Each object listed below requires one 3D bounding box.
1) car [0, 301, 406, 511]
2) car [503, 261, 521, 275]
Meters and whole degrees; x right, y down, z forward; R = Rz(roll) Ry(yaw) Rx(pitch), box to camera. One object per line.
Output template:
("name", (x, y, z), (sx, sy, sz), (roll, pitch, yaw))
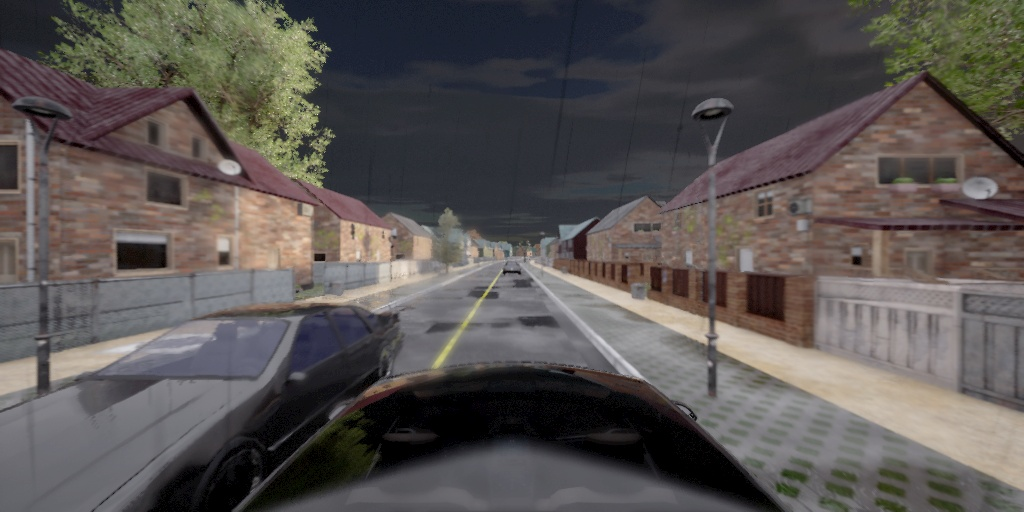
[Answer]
("car", (-2.823, 1.297, 4.183), (2.033, 1.411, 5.357), (0, 0, 0))
("car", (-0.004, 1.301, 38.825), (1.994, 1.385, 4.181), (0, 0, 0))
